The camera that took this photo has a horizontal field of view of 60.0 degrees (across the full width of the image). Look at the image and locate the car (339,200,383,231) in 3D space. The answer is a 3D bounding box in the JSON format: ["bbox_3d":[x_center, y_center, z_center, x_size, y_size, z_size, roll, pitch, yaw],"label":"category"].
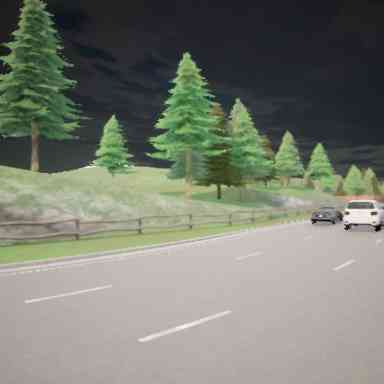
[{"bbox_3d":[12.400,1.571,23.635,2.150,2.045,5.566,-2,-2,36],"label":"car"}]

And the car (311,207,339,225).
[{"bbox_3d":[11.893,2.023,28.895,2.033,1.411,5.357,-2,-2,36],"label":"car"}]

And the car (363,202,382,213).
[{"bbox_3d":[26.980,2.235,49.555,1.812,1.442,4.674,-2,-2,36],"label":"car"}]
